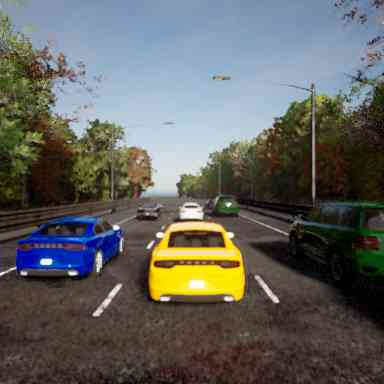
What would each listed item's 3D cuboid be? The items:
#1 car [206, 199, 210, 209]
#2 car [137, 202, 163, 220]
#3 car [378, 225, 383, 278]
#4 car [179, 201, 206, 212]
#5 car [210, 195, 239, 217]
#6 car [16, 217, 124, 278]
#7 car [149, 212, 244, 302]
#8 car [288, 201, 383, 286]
[{"bbox_3d":[2.900,1.687,47.747,1.812,1.442,4.674,0,0,-2],"label":"car"},{"bbox_3d":[-3.622,1.573,29.151,2.128,1.511,4.902,0,0,-1],"label":"car"},{"bbox_3d":[4.553,1.469,3.752,1.801,1.575,5.366,0,0,0],"label":"car"},{"bbox_3d":[-0.080,1.603,26.613,1.812,1.442,4.674,0,0,-1],"label":"car"},{"bbox_3d":[3.274,1.326,32.975,2.150,2.045,5.566,0,0,-1],"label":"car"},{"bbox_3d":[-3.424,1.498,10.272,1.882,1.535,5.008,0,0,0],"label":"car"},{"bbox_3d":[0.085,1.497,8.383,1.882,1.535,5.008,0,0,0],"label":"car"},{"bbox_3d":[4.541,1.253,9.632,2.150,2.045,5.566,0,0,0],"label":"car"}]
